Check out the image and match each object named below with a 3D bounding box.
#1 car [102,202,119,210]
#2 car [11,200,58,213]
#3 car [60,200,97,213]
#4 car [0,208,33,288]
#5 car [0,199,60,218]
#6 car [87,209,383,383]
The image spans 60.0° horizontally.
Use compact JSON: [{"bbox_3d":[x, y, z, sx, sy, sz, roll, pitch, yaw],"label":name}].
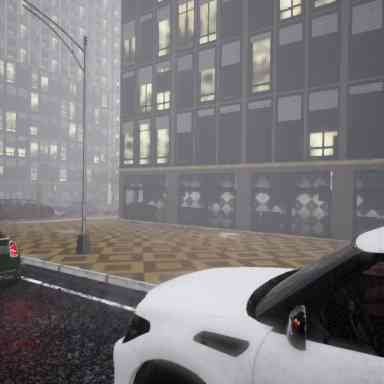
[{"bbox_3d":[-8.336,1.830,39.387,1.752,1.417,4.829,1,0,36],"label":"car"},{"bbox_3d":[-18.632,1.643,39.534,1.752,1.417,4.829,1,0,36],"label":"car"},{"bbox_3d":[-14.327,1.739,41.000,2.033,1.411,5.357,1,0,37],"label":"car"},{"bbox_3d":[-6.157,1.348,8.049,4.553,1.767,2.097,0,0,35],"label":"car"},{"bbox_3d":[-15.119,1.519,30.164,2.192,1.841,5.009,1,0,36],"label":"car"},{"bbox_3d":[1.919,1.222,2.313,5.566,2.045,2.150,0,0,36],"label":"car"}]
